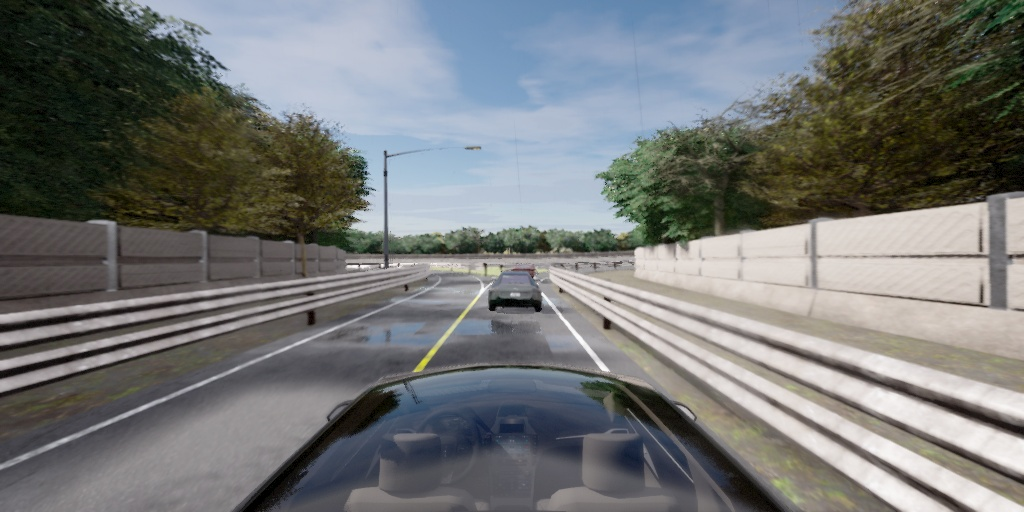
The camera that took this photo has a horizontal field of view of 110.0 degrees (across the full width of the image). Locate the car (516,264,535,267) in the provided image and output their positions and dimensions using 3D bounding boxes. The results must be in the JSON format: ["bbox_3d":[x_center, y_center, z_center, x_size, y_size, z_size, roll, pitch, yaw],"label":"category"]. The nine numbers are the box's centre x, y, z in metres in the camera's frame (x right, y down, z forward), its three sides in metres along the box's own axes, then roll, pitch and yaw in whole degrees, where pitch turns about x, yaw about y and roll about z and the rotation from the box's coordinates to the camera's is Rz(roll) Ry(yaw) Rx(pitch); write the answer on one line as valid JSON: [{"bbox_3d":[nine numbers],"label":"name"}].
[{"bbox_3d":[1.289,1.446,32.841,1.882,1.535,5.008,-1,-1,9],"label":"car"}]

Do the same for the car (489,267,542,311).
[{"bbox_3d":[0.119,1.313,14.555,1.994,1.385,4.181,1,0,0],"label":"car"}]
